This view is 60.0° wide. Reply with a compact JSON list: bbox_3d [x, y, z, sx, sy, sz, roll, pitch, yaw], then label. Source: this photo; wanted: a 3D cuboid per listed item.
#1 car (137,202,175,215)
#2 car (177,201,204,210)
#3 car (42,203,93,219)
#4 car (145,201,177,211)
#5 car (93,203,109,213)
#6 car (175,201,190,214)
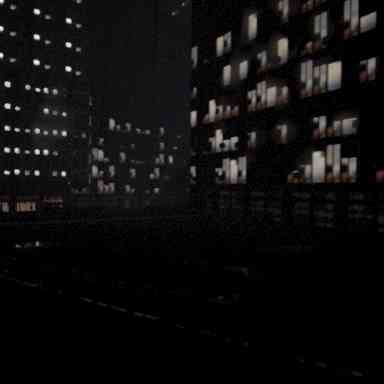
[{"bbox_3d":[-5.087,2.397,44.556,4.507,1.381,1.887,0,1,-34],"label":"car"},{"bbox_3d":[-0.175,2.354,57.461,4.313,1.339,1.947,0,1,-34],"label":"car"},{"bbox_3d":[-14.444,2.135,38.154,5.009,1.841,2.192,0,1,-34],"label":"car"},{"bbox_3d":[-4.995,2.296,54.165,4.829,1.417,1.752,0,1,-34],"label":"car"},{"bbox_3d":[-14.214,2.289,47.861,4.403,1.369,2.008,0,1,-34],"label":"car"},{"bbox_3d":[-0.405,2.184,47.754,5.009,1.841,2.192,0,1,-34],"label":"car"}]
